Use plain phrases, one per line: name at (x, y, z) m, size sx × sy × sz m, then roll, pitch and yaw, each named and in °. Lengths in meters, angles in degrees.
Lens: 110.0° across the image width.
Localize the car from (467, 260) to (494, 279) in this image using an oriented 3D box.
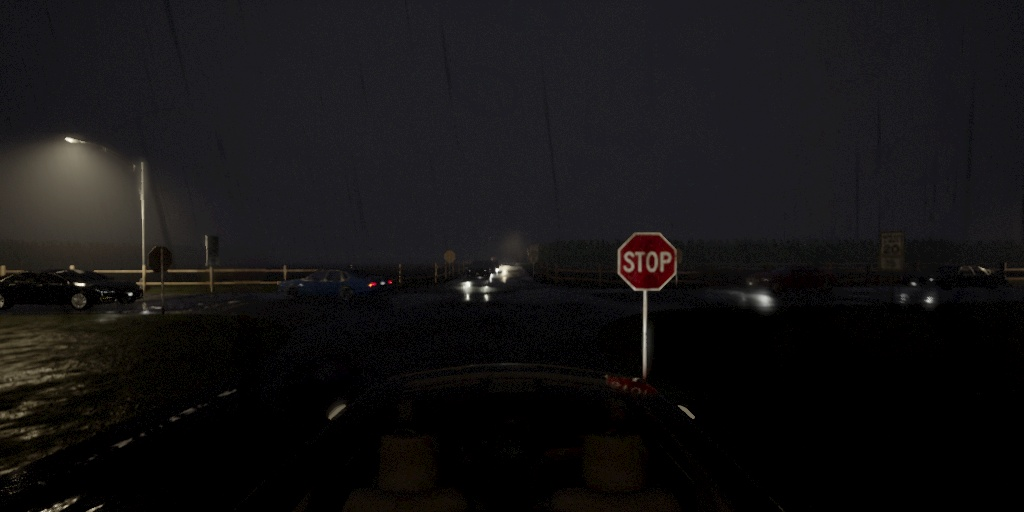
car at (-2.875, 1.178, 31.684) m, size 1.882 × 1.535 × 5.008 m, roll 0°, pitch 0°, yaw -1°

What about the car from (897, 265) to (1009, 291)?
car at (25.535, 1.221, 20.781) m, size 5.357 × 1.411 × 2.033 m, roll 0°, pitch 1°, yaw -8°

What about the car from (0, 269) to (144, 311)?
car at (-17.577, 1.278, 14.147) m, size 4.892 × 1.490 × 1.837 m, roll 0°, pitch 1°, yaw -2°

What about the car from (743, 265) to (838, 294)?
car at (15.108, 1.212, 19.496) m, size 4.674 × 1.442 × 1.812 m, roll 0°, pitch 1°, yaw -7°

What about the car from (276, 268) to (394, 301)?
car at (-8.290, 1.280, 16.888) m, size 5.357 × 1.411 × 2.033 m, roll 0°, pitch 0°, yaw 15°

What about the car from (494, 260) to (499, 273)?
car at (-2.930, 1.244, 41.670) m, size 1.994 × 1.385 × 4.181 m, roll 0°, pitch 0°, yaw 0°
